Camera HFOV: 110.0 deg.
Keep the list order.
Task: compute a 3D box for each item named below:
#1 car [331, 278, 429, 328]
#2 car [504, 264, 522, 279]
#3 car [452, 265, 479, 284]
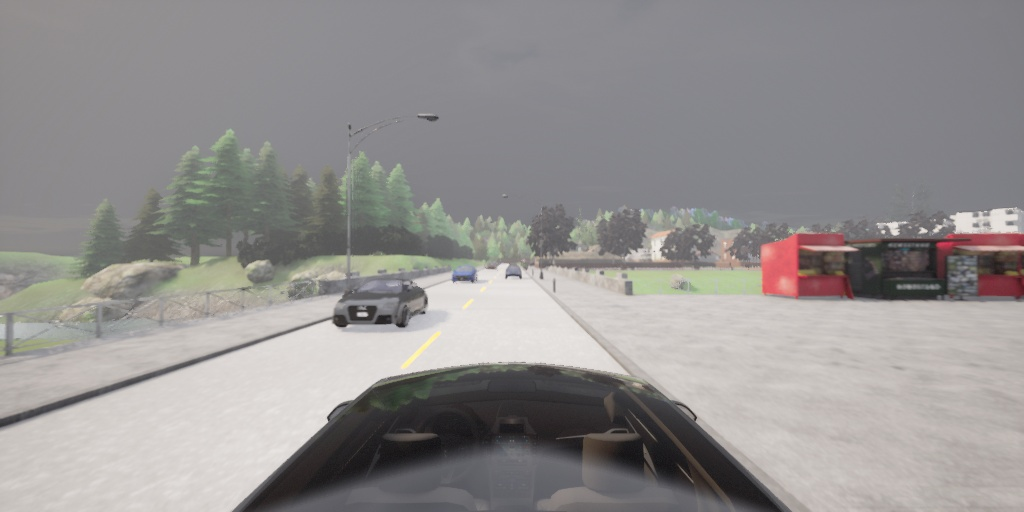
[{"bbox_3d":[-4.090,1.429,11.788,1.994,1.385,4.181,0,-1,0],"label":"car"},{"bbox_3d":[0.151,1.732,39.363,2.033,1.411,5.357,0,-1,0],"label":"car"},{"bbox_3d":[-4.068,1.572,31.632,1.882,1.535,5.008,0,0,0],"label":"car"}]
